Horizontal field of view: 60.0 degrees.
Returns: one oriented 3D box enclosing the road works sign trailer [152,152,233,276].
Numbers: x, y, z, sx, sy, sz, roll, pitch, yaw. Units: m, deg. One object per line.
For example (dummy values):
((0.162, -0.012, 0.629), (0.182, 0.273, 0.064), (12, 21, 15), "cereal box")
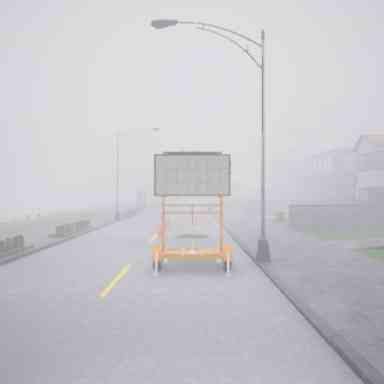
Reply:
((0.010, 0.534, 10.541), (2.380, 3.560, 2.880), (0, 0, 0), "road works sign trailer")
